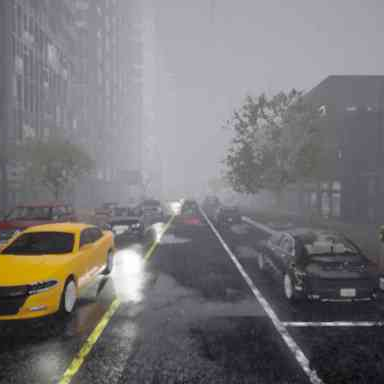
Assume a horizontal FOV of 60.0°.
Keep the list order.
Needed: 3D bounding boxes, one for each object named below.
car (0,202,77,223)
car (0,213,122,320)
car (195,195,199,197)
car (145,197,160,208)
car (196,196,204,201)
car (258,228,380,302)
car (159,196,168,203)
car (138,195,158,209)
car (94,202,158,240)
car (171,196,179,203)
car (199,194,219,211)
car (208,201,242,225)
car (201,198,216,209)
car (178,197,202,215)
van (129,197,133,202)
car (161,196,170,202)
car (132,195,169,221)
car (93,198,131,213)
[{"bbox_3d":[-5.902,1.347,12.840,2.192,1.841,5.009,-1,0,0],"label":"car"},{"bbox_3d":[-3.151,1.495,7.717,1.882,1.535,5.008,0,0,0],"label":"car"},{"bbox_3d":[-0.286,1.538,46.904,1.882,1.535,5.008,0,0,0],"label":"car"},{"bbox_3d":[-6.130,1.608,52.140,1.752,1.417,4.829,-1,0,0],"label":"car"},{"bbox_3d":[1.968,1.686,85.576,1.802,1.307,4.206,-1,0,0],"label":"car"},{"bbox_3d":[2.755,1.554,8.097,2.008,1.369,4.403,-1,0,0],"label":"car"},{"bbox_3d":[-6.318,1.636,74.278,1.752,1.417,4.829,-1,0,0],"label":"car"},{"bbox_3d":[-6.088,1.391,46.775,2.192,1.841,5.009,-1,0,0],"label":"car"},{"bbox_3d":[-3.225,1.522,17.390,2.128,1.511,4.902,0,0,0],"label":"car"},{"bbox_3d":[-3.590,1.593,71.324,2.128,1.511,4.902,0,0,0],"label":"car"},{"bbox_3d":[2.339,1.363,41.302,2.192,1.841,5.009,-1,0,0],"label":"car"},{"bbox_3d":[2.502,1.576,23.963,2.008,1.369,4.403,-1,0,0],"label":"car"},{"bbox_3d":[2.295,1.580,47.006,1.752,1.417,4.829,-1,0,0],"label":"car"},{"bbox_3d":[-0.177,1.551,34.436,1.837,1.490,4.892,0,0,0],"label":"car"},{"bbox_3d":[-5.994,1.403,35.706,1.690,1.788,3.998,-1,0,0],"label":"van"},{"bbox_3d":[-6.365,1.643,79.813,1.752,1.417,4.829,-1,0,0],"label":"car"},{"bbox_3d":[-3.277,1.396,27.446,2.097,1.767,4.553,0,0,0],"label":"car"},{"bbox_3d":[-5.903,1.486,23.909,1.967,1.590,4.097,-1,0,0],"label":"car"}]
